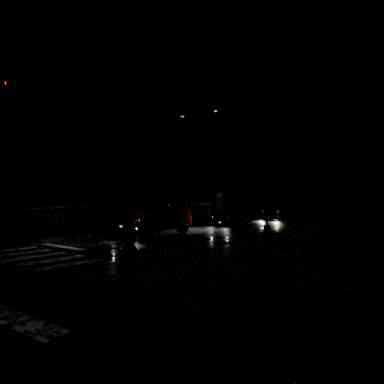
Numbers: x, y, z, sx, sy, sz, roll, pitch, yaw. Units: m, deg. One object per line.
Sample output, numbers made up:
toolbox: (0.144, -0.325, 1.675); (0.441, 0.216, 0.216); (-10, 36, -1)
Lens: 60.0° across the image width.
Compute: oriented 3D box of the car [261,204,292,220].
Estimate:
car: (9.314, 2.107, 36.458); (2.097, 1.767, 4.553); (0, -1, 35)

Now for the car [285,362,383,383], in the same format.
car: (2.352, 1.551, 1.274); (4.403, 1.369, 2.008); (0, 0, 36)

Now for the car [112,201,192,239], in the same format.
car: (-2.239, 1.563, 20.242); (2.150, 2.045, 5.566); (0, -1, 35)

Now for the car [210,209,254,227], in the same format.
car: (3.490, 2.145, 28.287); (1.895, 1.301, 4.718); (0, -1, 36)
